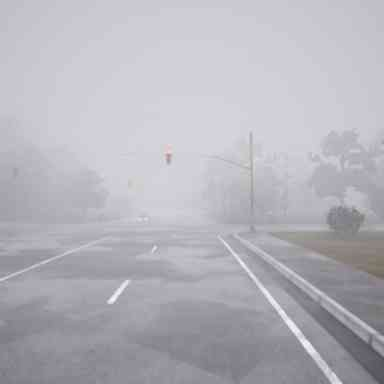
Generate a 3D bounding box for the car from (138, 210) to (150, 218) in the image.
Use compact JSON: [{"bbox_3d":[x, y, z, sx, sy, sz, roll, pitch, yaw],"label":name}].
[{"bbox_3d":[-10.502,4.787,73.261,2.097,1.767,4.553,0,-1,0],"label":"car"}]
